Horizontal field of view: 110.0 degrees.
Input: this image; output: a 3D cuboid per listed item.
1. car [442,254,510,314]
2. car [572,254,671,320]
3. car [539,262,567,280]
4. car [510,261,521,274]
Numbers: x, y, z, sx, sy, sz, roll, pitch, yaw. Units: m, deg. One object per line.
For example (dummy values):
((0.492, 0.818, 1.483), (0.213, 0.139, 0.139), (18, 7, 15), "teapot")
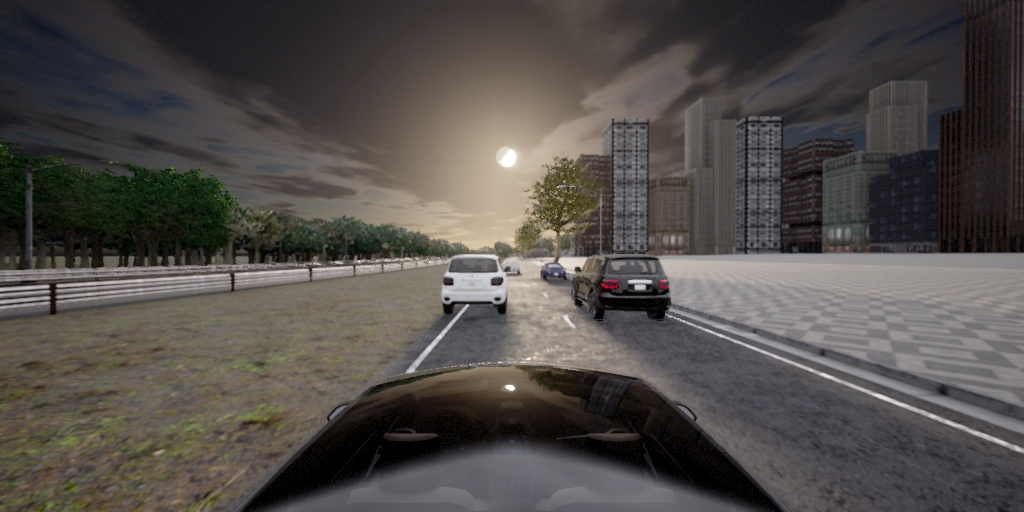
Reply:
((-1.259, 0.963, 13.900), (2.150, 2.045, 5.566), (0, 0, 0), "car")
((3.571, 0.965, 12.689), (2.150, 2.045, 5.566), (0, 0, 0), "car")
((3.525, 1.272, 30.910), (1.812, 1.442, 4.674), (0, 0, 0), "car")
((-0.024, 1.274, 42.101), (1.812, 1.442, 4.674), (0, 0, -1), "car")
